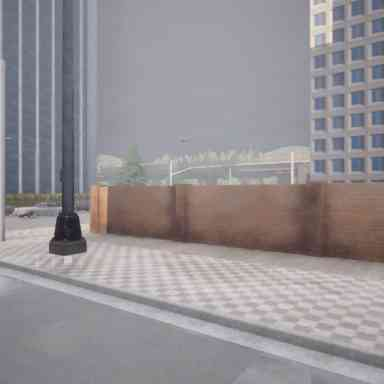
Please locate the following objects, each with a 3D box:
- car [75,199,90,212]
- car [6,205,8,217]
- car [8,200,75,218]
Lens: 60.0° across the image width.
[{"bbox_3d":[-12.415,1.547,37.483,2.033,1.411,5.357,0,0,35],"label":"car"},{"bbox_3d":[-18.224,1.547,29.252,2.033,1.411,5.357,0,0,32],"label":"car"},{"bbox_3d":[-13.420,1.601,29.947,1.895,1.301,4.718,0,0,35],"label":"car"}]
